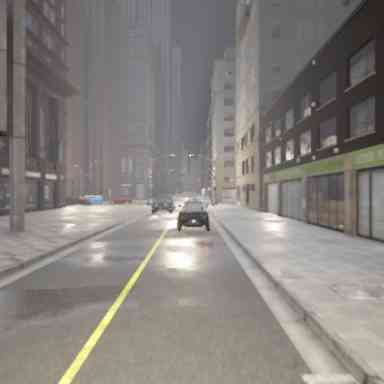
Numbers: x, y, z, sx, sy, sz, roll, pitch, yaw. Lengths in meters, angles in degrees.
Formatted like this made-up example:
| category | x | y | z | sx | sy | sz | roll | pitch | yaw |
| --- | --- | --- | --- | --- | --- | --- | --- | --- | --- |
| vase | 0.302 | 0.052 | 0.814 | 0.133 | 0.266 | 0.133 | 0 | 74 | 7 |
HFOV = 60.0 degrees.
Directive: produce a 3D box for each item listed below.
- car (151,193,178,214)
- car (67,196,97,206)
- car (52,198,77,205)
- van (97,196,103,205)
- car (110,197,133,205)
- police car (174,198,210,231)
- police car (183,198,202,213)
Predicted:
| category | x | y | z | sx | sy | sz | roll | pitch | yaw |
| --- | --- | --- | --- | --- | --- | --- | --- | --- | --- |
| car | -3.040 | 1.233 | 35.691 | 2.150 | 2.045 | 5.566 | 0 | 0 | 0 |
| car | -19.641 | 1.540 | 57.340 | 5.009 | 1.841 | 2.192 | -1 | 0 | 0 |
| car | -25.242 | 1.919 | 65.886 | 4.206 | 1.307 | 1.802 | -1 | 0 | 0 |
| van | -19.621 | 1.610 | 65.865 | 3.998 | 1.788 | 1.690 | -1 | 0 | 0 |
| car | -13.995 | 1.746 | 65.848 | 4.507 | 1.381 | 1.887 | -1 | 0 | 0 |
| police car | 0.098 | 1.428 | 20.973 | 1.930 | 1.638 | 5.238 | 0 | 0 | 0 |
| police car | 0.096 | 1.517 | 38.175 | 2.038 | 1.542 | 4.974 | 0 | 0 | 0 |
